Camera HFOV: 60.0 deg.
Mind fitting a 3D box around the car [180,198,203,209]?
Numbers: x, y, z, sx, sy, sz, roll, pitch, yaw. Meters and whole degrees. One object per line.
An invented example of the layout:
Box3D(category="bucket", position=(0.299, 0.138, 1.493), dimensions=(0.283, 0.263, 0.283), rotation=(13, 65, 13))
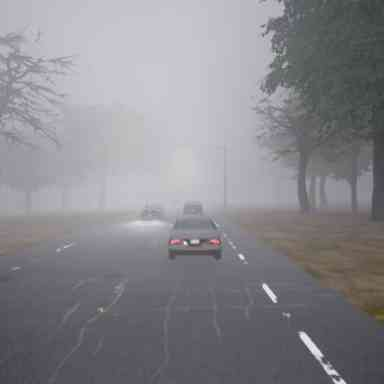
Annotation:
Box3D(category="car", position=(0.092, 1.627, 33.911), dimensions=(1.882, 1.535, 5.008), rotation=(0, 0, 0))

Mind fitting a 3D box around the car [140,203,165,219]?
Box3D(category="car", position=(-3.603, 1.729, 30.574), dimensions=(1.895, 1.301, 4.718), rotation=(0, 0, 0))

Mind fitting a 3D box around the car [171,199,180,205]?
Box3D(category="car", position=(-3.511, 2.096, 72.975), dimensions=(1.895, 1.301, 4.718), rotation=(0, -1, 0))

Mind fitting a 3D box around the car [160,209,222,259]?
Box3D(category="car", position=(0.093, 1.590, 12.759), dimensions=(2.033, 1.411, 5.357), rotation=(0, 0, 0))
